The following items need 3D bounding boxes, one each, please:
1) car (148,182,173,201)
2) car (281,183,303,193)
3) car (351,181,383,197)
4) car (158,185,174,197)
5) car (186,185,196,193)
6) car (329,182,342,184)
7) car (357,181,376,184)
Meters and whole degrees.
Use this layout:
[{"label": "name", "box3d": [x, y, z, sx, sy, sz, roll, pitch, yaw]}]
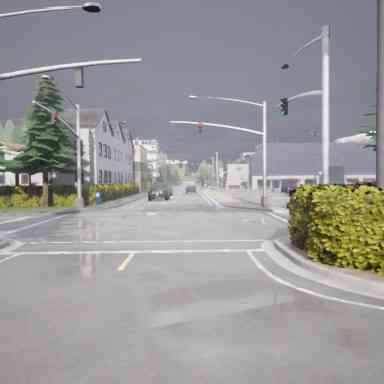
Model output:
[{"label": "car", "box3d": [-3.731, -0.110, 38.269, 2.150, 2.045, 5.566, -1, 2, 0]}, {"label": "car", "box3d": [15.254, -0.525, 52.073, 2.007, 1.523, 4.514, -1, 2, 0]}, {"label": "car", "box3d": [22.249, -0.462, 42.098, 1.932, 1.855, 4.605, -1, 2, 0]}, {"label": "car", "box3d": [-3.746, -0.176, 48.430, 1.837, 1.490, 4.892, -1, 2, 0]}, {"label": "car", "box3d": [-0.186, -0.580, 58.690, 2.128, 1.511, 4.902, -1, 2, 0]}, {"label": "car", "box3d": [25.291, -1.035, 59.489, 2.152, 1.636, 5.027, -1, 2, 0]}, {"label": "car", "box3d": [19.006, -0.176, 34.216, 1.905, 1.878, 3.866, -1, 2, 0]}]
